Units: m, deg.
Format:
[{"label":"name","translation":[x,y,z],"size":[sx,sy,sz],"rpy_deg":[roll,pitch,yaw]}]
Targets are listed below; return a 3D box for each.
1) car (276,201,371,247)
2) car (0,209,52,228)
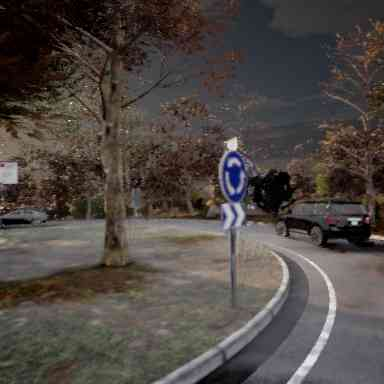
[{"label":"car","translation":[6.256,1.437,16.571],"size":[2.150,2.045,5.566],"rpy_deg":[0,-1,-12]},{"label":"car","translation":[-14.650,2.235,28.407],"size":[4.902,1.511,2.128],"rpy_deg":[-1,-1,-14]}]
